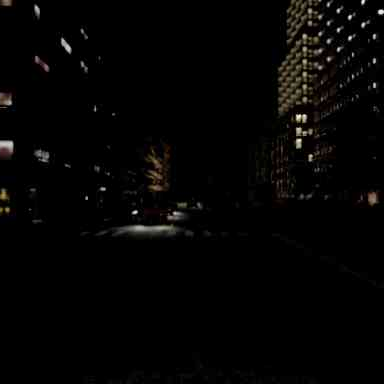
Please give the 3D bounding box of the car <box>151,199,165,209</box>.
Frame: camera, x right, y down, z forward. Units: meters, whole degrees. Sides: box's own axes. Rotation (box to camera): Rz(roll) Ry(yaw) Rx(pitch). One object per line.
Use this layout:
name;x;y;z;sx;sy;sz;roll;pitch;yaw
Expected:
car;-5.660;1.970;56.061;1.967;1.590;4.097;0;-1;0

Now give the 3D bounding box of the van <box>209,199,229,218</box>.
van;2.706;1.650;33.951;1.690;1.788;3.998;0;-1;0

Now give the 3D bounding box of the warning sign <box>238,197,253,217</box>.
warning sign;5.092;1.403;31.682;1.300;1.860;1.060;0;0;0

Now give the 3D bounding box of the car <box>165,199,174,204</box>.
car;-5.643;2.364;83.691;1.887;1.381;4.507;0;-1;0

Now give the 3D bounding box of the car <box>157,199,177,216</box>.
car;-3.069;1.870;37.630;1.812;1.442;4.674;0;-1;0

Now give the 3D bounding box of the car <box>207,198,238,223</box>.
car;2.703;1.572;28.426;2.192;1.841;5.009;0;-1;0

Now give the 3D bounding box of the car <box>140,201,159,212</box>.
car;-5.666;1.968;45.007;2.008;1.369;4.403;0;-1;0

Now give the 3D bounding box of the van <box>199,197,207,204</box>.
van;2.736;2.161;83.688;1.690;1.788;3.998;0;-1;0

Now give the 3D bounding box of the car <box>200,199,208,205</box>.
car;2.734;2.288;78.330;1.752;1.417;4.829;0;-1;0

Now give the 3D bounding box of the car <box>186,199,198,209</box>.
car;0.034;2.020;57.200;1.882;1.535;5.008;0;-1;0

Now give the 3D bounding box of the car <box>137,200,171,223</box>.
car;-3.083;1.729;27.897;1.882;1.535;5.008;0;-1;0

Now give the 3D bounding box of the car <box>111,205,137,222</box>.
car;-5.676;1.807;28.428;2.008;1.369;4.403;0;-1;0

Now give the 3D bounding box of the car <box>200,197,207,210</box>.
car;2.716;1.789;50.530;2.192;1.841;5.009;0;-1;0

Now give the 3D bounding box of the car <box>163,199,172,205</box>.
car;-5.646;2.283;77.996;1.752;1.417;4.829;0;-1;0

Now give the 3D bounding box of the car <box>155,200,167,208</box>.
car;-5.656;2.169;61.587;1.802;1.307;4.206;0;-1;0

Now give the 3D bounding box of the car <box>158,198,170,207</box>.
car;-5.654;2.084;67.114;1.967;1.590;4.097;0;-1;0

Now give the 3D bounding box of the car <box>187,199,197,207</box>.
car;0.042;2.185;67.617;2.033;1.411;5.357;0;-1;0

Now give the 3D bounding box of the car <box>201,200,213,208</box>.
car;2.724;2.132;61.581;1.887;1.381;4.507;0;-1;0
